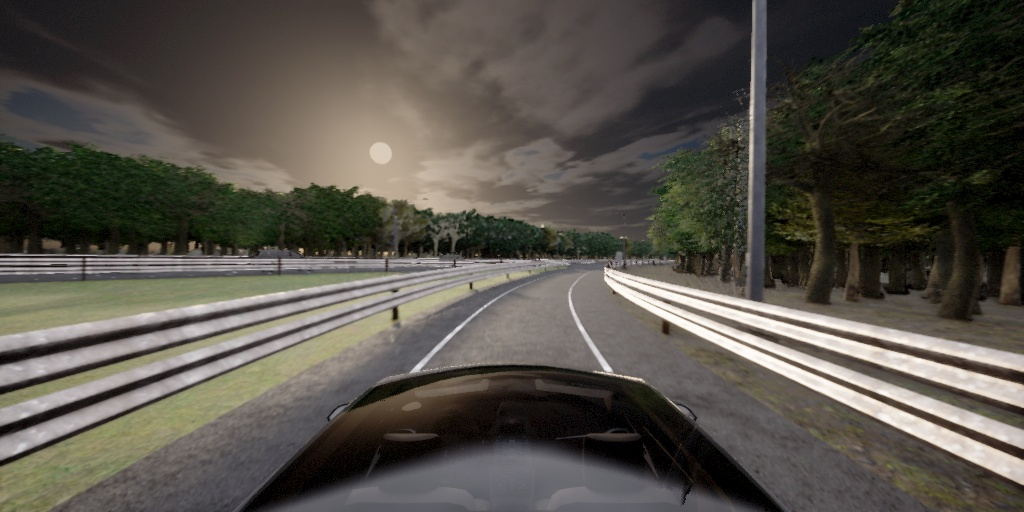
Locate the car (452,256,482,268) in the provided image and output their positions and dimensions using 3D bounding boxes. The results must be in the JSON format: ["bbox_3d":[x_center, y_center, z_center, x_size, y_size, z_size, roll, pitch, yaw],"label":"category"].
[{"bbox_3d":[-6.579,1.168,56.938,2.033,1.411,5.357,1,0,34],"label":"car"}]

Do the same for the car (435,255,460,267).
[{"bbox_3d":[-9.468,0.805,58.900,2.150,2.045,5.566,1,0,34],"label":"car"}]

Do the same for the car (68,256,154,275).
[{"bbox_3d":[-30.792,0.674,27.459,1.994,1.385,4.181,1,0,34],"label":"car"}]

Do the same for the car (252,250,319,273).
[{"bbox_3d":[-21.703,0.501,34.625,2.150,2.045,5.566,1,0,34],"label":"car"}]
